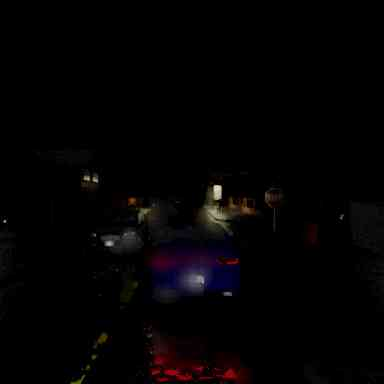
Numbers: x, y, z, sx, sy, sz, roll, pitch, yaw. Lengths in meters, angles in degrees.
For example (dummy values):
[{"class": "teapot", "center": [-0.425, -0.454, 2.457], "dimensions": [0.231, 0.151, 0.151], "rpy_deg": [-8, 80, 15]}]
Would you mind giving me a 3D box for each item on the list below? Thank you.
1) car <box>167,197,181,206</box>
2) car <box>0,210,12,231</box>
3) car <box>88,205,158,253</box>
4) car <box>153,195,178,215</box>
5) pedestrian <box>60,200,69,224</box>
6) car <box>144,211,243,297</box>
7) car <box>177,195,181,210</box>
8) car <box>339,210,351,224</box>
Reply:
[{"class": "car", "center": [-3.494, 1.753, 63.309], "dimensions": [2.097, 1.767, 4.553], "rpy_deg": [0, -1, -9]}, {"class": "car", "center": [-13.529, 1.376, 19.273], "dimensions": [5.566, 2.045, 2.150], "rpy_deg": [-1, -2, 1]}, {"class": "car", "center": [-2.836, 1.518, 13.888], "dimensions": [2.128, 1.511, 4.902], "rpy_deg": [0, 0, 0]}, {"class": "car", "center": [-2.810, 1.470, 34.053], "dimensions": [2.097, 1.767, 4.553], "rpy_deg": [0, 0, 0]}, {"class": "pedestrian", "center": [-9.641, 1.454, 25.094], "dimensions": [0.375, 1.860, 0.375], "rpy_deg": [0, -1, 1]}, {"class": "car", "center": [0.105, 1.492, 8.652], "dimensions": [1.882, 1.535, 5.008], "rpy_deg": [0, 0, 0]}, {"class": "car", "center": [-2.817, 1.455, 48.313], "dimensions": [2.150, 2.045, 5.566], "rpy_deg": [0, -1, 0]}, {"class": "car", "center": [12.277, 1.414, 21.863], "dimensions": [4.902, 1.511, 2.128], "rpy_deg": [-1, -2, 1]}]
